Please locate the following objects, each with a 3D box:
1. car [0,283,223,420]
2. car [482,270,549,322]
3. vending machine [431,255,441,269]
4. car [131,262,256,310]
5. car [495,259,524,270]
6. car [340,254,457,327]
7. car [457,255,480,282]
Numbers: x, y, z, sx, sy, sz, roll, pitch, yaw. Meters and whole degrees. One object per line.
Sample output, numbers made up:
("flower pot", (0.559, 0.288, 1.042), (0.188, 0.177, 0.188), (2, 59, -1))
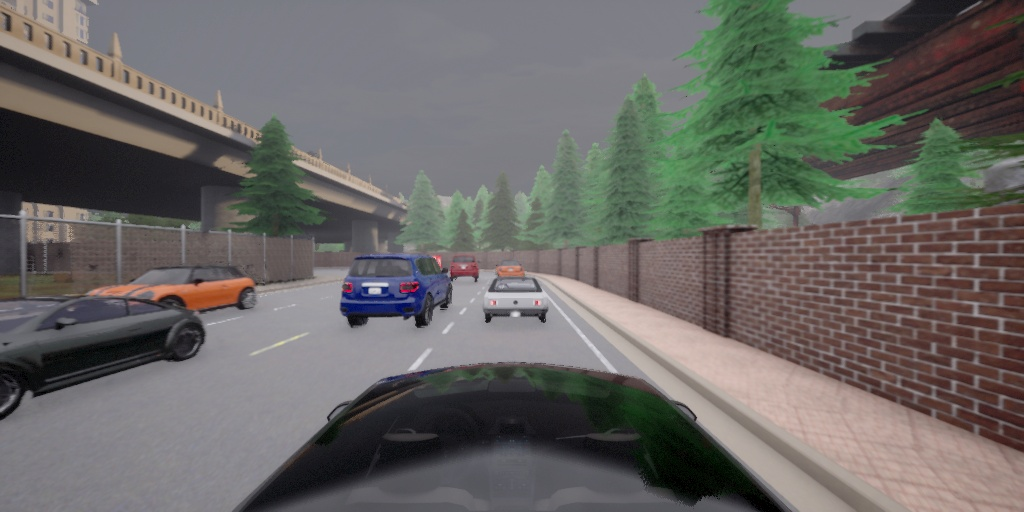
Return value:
("car", (-7.103, 1.306, 5.424), (1.994, 1.385, 4.181), (0, 0, 0))
("car", (0.101, 1.329, 12.207), (1.895, 1.301, 4.718), (0, 0, 0))
("vending machine", (-10.660, 0.845, 50.203), (0.880, 2.100, 1.100), (0, 0, 26))
("car", (-10.605, 1.082, 11.458), (2.097, 1.767, 4.553), (0, 0, 0))
("car", (-0.255, 1.045, 29.112), (2.097, 1.767, 4.553), (0, 0, -4))
("car", (-3.399, 0.951, 11.582), (2.150, 2.045, 5.566), (0, 0, 0))
("car", (-3.771, 0.916, 28.563), (2.150, 2.045, 5.566), (0, 0, -6))
